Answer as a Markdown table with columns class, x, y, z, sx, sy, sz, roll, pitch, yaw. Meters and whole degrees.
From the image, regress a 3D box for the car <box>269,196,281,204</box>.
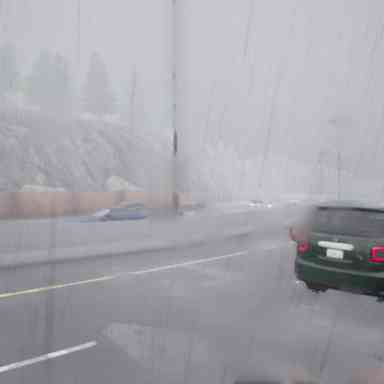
| class | x | y | z | sx | sy | sz | roll | pitch | yaw |
| --- | --- | --- | --- | --- | --- | --- | --- | --- | --- |
| car | 15.490 | 1.536 | 61.726 | 2.128 | 1.511 | 4.902 | 0 | 0 | 18 |

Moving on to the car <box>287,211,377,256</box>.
| class | x | y | z | sx | sy | sz | roll | pitch | yaw |
| --- | --- | --- | --- | --- | --- | --- | --- | --- | --- |
| car | 6.085 | 1.599 | 14.127 | 1.895 | 1.301 | 4.718 | 0 | 0 | 44 |

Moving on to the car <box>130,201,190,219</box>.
| class | x | y | z | sx | sy | sz | roll | pitch | yaw |
| --- | --- | --- | --- | --- | --- | --- | --- | --- | --- |
| car | -2.507 | 1.626 | 25.719 | 1.994 | 1.385 | 4.181 | 0 | 0 | 42 |

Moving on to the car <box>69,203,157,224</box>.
| class | x | y | z | sx | sy | sz | roll | pitch | yaw |
| --- | --- | --- | --- | --- | --- | --- | --- | --- | --- |
| car | -4.535 | 1.584 | 18.711 | 4.674 | 1.442 | 1.812 | 0 | 0 | -43 |

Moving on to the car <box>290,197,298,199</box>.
| class | x | y | z | sx | sy | sz | roll | pitch | yaw |
| --- | --- | --- | --- | --- | --- | --- | --- | --- | --- |
| car | 16.320 | 1.547 | 53.014 | 1.812 | 1.442 | 4.674 | 0 | 0 | 18 |

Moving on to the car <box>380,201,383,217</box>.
| class | x | y | z | sx | sy | sz | roll | pitch | yaw |
| --- | --- | --- | --- | --- | --- | --- | --- | --- | --- |
| car | 18.545 | 1.570 | 30.812 | 1.895 | 1.301 | 4.718 | 0 | 0 | 29 |

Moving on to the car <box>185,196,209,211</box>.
| class | x | y | z | sx | sy | sz | roll | pitch | yaw |
| --- | --- | --- | --- | --- | --- | --- | --- | --- | --- |
| car | 0.312 | 1.430 | 41.587 | 2.097 | 1.767 | 4.553 | 0 | 0 | 28 |

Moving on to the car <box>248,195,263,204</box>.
| class | x | y | z | sx | sy | sz | roll | pitch | yaw |
| --- | --- | --- | --- | --- | --- | --- | --- | --- | --- |
| car | 12.549 | 1.621 | 63.980 | 1.994 | 1.385 | 4.181 | 0 | 0 | 18 |

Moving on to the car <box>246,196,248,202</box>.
| class | x | y | z | sx | sy | sz | roll | pitch | yaw |
| --- | --- | --- | --- | --- | --- | --- | --- | --- | --- |
| car | 14.180 | 1.505 | 80.417 | 2.128 | 1.511 | 4.902 | 0 | 0 | 18 |

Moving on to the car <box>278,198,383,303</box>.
| class | x | y | z | sx | sy | sz | roll | pitch | yaw |
| --- | --- | --- | --- | --- | --- | --- | --- | --- | --- |
| car | 4.616 | 1.216 | 7.886 | 5.566 | 2.045 | 2.150 | 0 | 0 | -42 |
